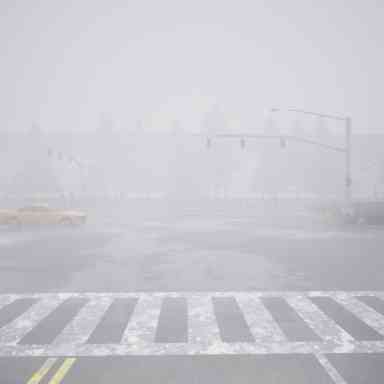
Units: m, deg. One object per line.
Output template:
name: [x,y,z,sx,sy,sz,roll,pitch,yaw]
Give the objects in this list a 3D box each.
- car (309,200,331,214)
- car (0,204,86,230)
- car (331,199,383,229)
car: [15.408,1.547,35.515,5.357,1.411,2.033,0,0,-2]
car: [-9.122,1.477,20.560,5.008,1.535,1.882,0,0,-2]
car: [11.765,1.351,21.196,4.553,1.767,2.097,0,0,-2]
